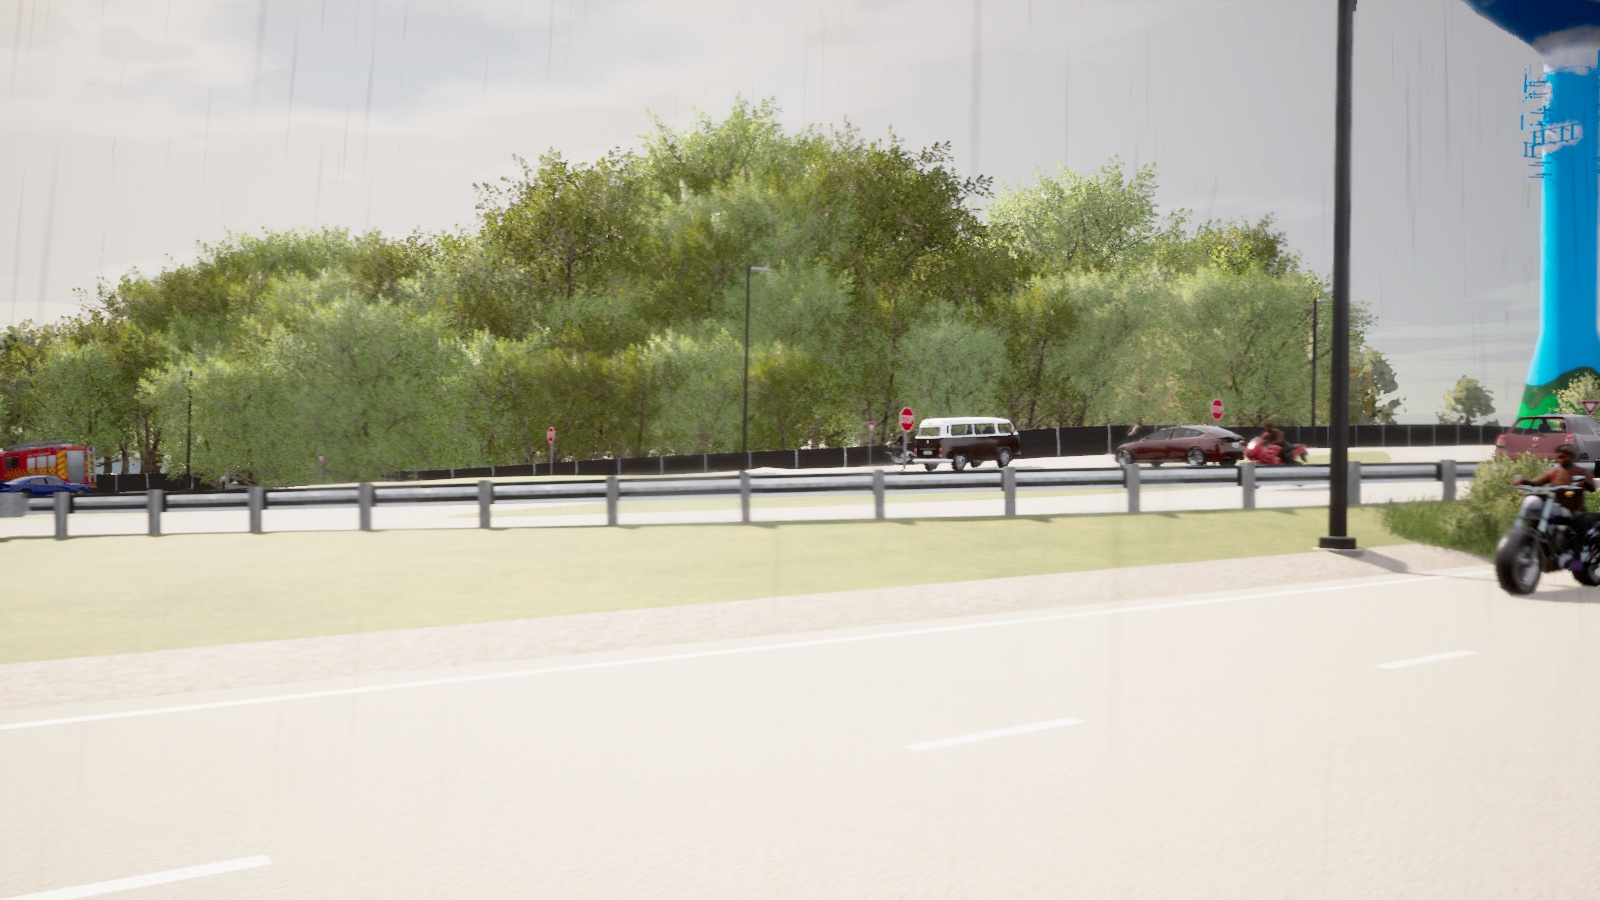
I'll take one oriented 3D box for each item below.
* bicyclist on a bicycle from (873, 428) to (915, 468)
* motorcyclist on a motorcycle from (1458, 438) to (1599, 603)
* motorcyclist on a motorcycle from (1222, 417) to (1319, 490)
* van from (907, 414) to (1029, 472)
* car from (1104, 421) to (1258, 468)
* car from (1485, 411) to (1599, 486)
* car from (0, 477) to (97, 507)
[{"bbox_3d":[4.488,-0.084,59.810,1.843,1.776,0.659,-4,-4,34],"label":"bicyclist on a bicycle"},{"bbox_3d":[8.102,0.706,13.562,2.350,1.649,0.766,0,0,-35],"label":"motorcyclist on a motorcycle"},{"bbox_3d":[10.323,0.074,27.542,2.044,1.523,0.797,-2,0,-29],"label":"motorcyclist on a motorcycle"},{"bbox_3d":[6.554,-0.287,48.723,4.480,2.038,2.069,-3,2,-38],"label":"van"},{"bbox_3d":[13.283,-0.175,44.068,2.163,1.488,4.792,-3,1,-36],"label":"car"},{"bbox_3d":[16.674,-0.073,27.339,3.633,1.501,1.845,-2,1,-39],"label":"car"},{"bbox_3d":[-43.995,2.419,73.157,1.882,1.535,5.008,0,0,34],"label":"car"}]
